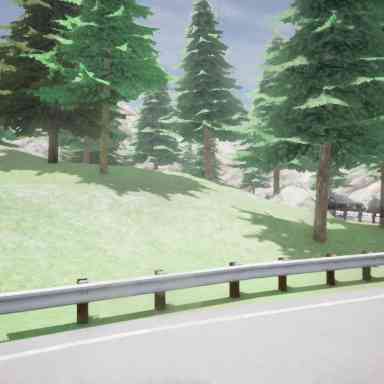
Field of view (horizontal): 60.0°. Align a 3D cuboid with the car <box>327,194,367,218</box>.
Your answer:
[{"bbox_3d":[13.229,1.238,30.697,2.150,2.045,5.566,0,0,-20],"label":"car"}]
